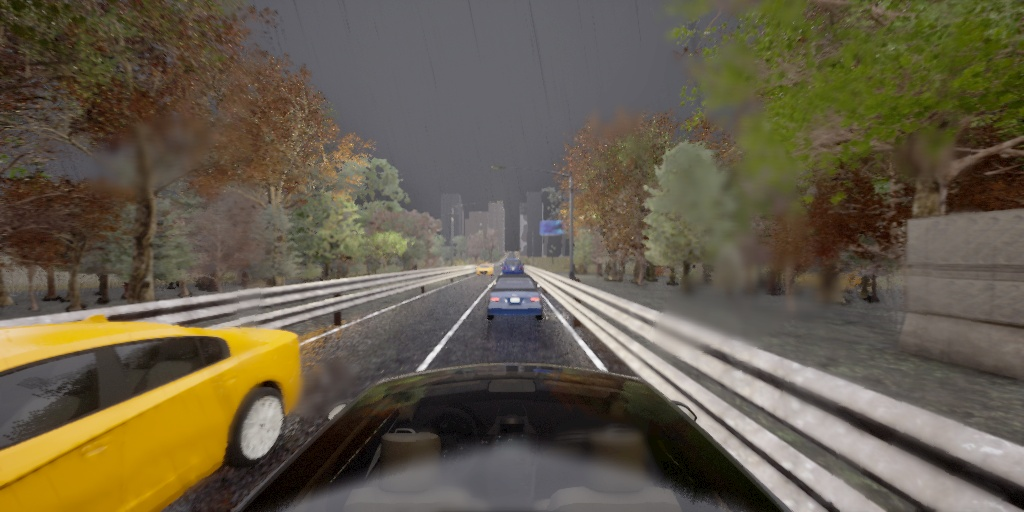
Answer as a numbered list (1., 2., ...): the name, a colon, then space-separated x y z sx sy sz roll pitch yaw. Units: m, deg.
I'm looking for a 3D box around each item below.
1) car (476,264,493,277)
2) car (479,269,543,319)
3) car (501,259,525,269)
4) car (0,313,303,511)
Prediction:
1. car: -3.332 1.740 44.687 1.882 1.535 5.008 0 -1 0
2. car: 0.092 1.370 13.089 2.033 1.411 5.357 0 -1 0
3. car: 0.104 1.358 36.906 2.150 2.045 5.566 0 -1 0
4. car: -3.350 1.229 2.058 1.882 1.535 5.008 0 0 0
